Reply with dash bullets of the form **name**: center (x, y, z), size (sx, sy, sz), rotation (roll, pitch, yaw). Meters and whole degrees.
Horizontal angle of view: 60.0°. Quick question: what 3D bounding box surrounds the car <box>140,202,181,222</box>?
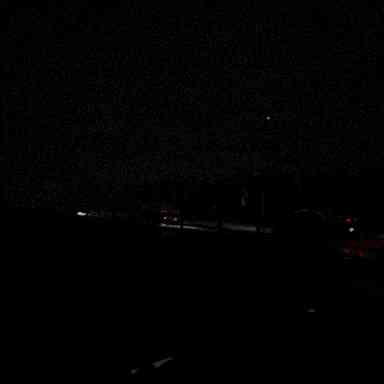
- **car**: center (-2.616, 1.619, 28.090), size (2.097, 1.767, 4.553), rotation (0, -1, -36)

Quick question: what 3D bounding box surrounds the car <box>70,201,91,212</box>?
- **car**: center (-15.534, 2.034, 46.252), size (2.128, 1.511, 4.902), rotation (0, -1, -35)

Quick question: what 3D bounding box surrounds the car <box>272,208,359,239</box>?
- **car**: center (6.432, 1.611, 17.949), size (2.128, 1.511, 4.902), rotation (-2, 0, -29)
